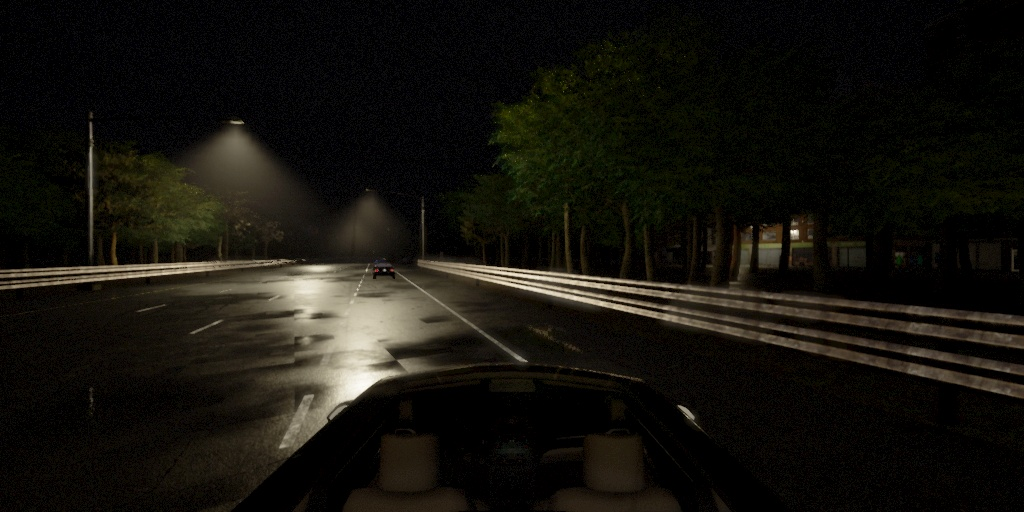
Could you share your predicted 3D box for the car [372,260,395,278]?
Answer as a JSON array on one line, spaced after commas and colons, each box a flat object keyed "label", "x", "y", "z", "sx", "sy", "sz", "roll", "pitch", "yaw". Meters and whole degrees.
[{"label": "car", "x": -11.873, "y": 1.280, "z": 33.132, "sx": 2.033, "sy": 1.411, "sz": 5.357, "roll": 0, "pitch": 0, "yaw": -21}]
